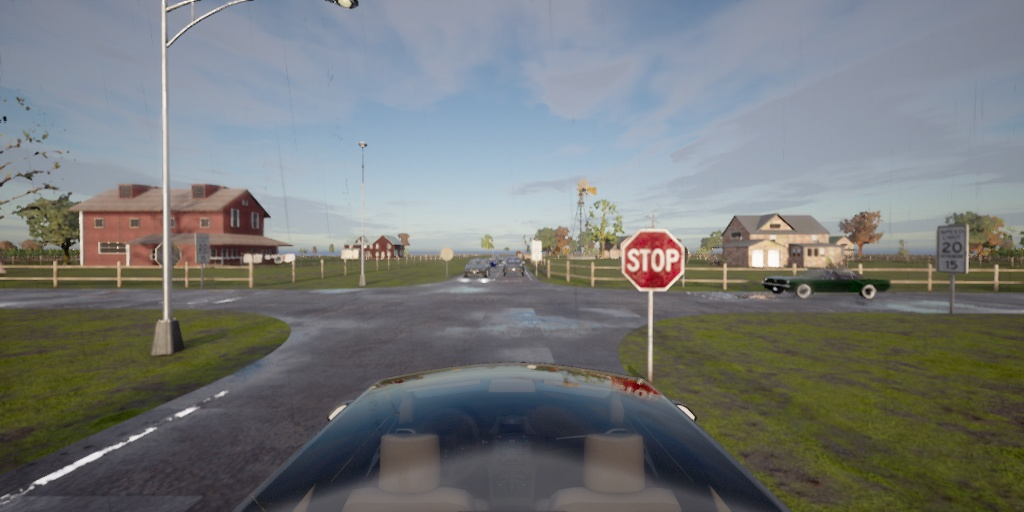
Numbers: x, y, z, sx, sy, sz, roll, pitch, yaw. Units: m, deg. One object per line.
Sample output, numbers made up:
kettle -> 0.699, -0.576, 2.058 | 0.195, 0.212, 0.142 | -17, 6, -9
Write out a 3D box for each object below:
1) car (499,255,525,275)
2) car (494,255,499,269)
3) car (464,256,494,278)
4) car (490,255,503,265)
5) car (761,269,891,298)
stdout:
car -> 0.161, 0.937, 32.888 | 2.128, 1.511, 4.902 | 0, 1, 0
car -> -2.751, 0.929, 44.690 | 1.895, 1.301, 4.718 | 0, 1, 1
car -> -2.822, 0.978, 29.980 | 1.837, 1.490, 4.892 | 0, 1, 2
car -> -2.657, 0.653, 62.338 | 1.837, 1.490, 4.892 | 0, 1, 1
car -> 14.680, 1.253, 16.985 | 4.718, 1.301, 1.895 | 0, 1, 1
